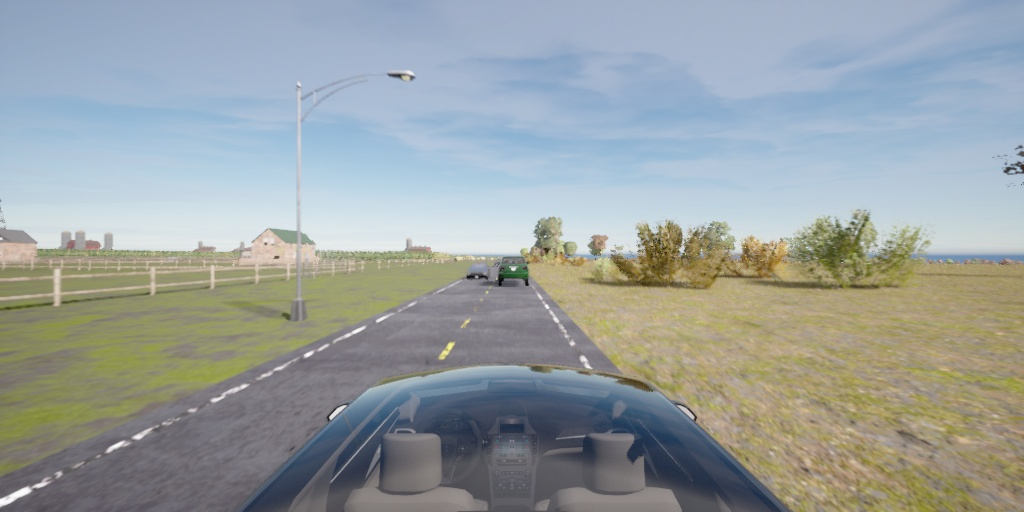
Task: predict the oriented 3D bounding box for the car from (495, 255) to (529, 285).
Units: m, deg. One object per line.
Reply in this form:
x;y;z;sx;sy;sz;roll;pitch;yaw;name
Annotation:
0.104;0.985;26.399;2.150;2.045;5.566;0;0;0;car

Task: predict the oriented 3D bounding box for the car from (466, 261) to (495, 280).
-2.845;1.324;31.635;2.033;1.411;5.357;0;0;0;car
